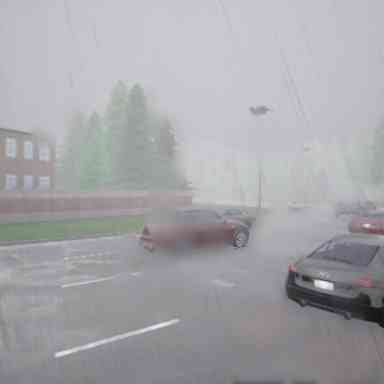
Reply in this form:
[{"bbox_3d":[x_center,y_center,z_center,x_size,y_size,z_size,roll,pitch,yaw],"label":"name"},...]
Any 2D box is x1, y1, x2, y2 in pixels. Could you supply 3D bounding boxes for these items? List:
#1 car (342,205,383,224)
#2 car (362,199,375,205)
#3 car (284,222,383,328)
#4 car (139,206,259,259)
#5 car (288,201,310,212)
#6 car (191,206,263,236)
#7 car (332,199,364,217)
[{"bbox_3d":[9.867,1.596,17.722,1.994,1.385,4.181,0,0,42],"label":"car"},{"bbox_3d":[19.638,1.566,38.627,2.128,1.511,4.902,0,0,9],"label":"car"},{"bbox_3d":[3.821,1.578,7.050,4.181,1.385,1.994,0,0,-40],"label":"car"},{"bbox_3d":[0.256,1.405,13.189,4.553,1.767,2.097,0,0,-40],"label":"car"},{"bbox_3d":[13.148,1.712,41.178,1.895,1.301,4.718,0,0,6],"label":"car"},{"bbox_3d":[2.142,1.635,19.665,4.181,1.385,1.994,0,0,-45],"label":"car"},{"bbox_3d":[14.752,1.616,32.174,2.033,1.411,5.357,0,0,18],"label":"car"}]
